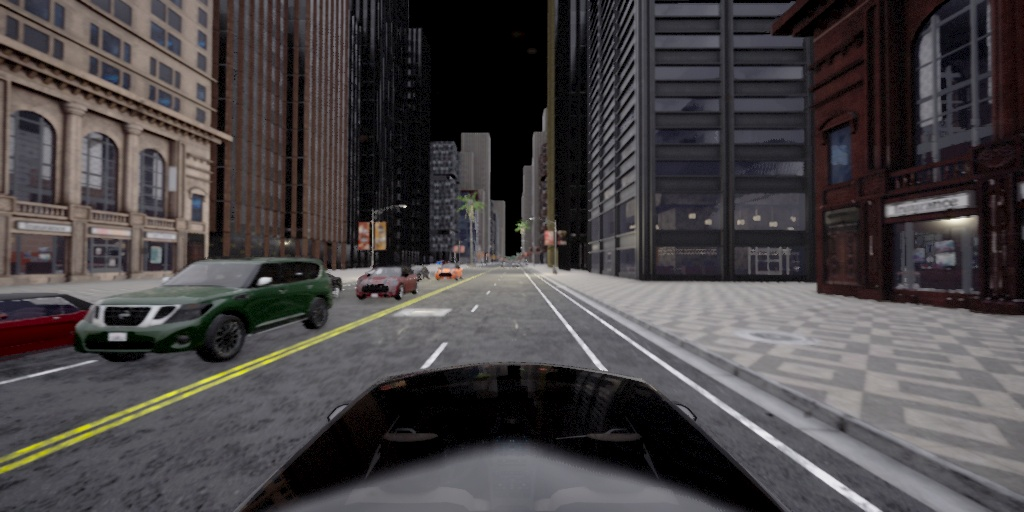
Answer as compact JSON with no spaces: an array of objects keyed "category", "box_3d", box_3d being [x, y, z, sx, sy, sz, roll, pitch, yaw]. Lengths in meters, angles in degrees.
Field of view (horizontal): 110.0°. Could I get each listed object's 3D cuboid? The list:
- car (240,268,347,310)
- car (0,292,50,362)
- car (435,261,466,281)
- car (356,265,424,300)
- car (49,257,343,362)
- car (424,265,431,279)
[{"category":"car","box_3d":[-9.728,1.383,16.575,1.882,1.535,5.008,0,-1,0]},{"category":"car","box_3d":[-9.828,1.379,6.521,1.895,1.301,4.718,0,-1,0]},{"category":"car","box_3d":[-6.212,1.514,35.783,2.097,1.767,4.553,0,-1,1]},{"category":"car","box_3d":[-6.469,1.300,19.125,2.097,1.767,4.553,0,-1,0]},{"category":"car","box_3d":[-6.549,1.039,8.741,2.150,2.045,5.566,0,-1,0]},{"category":"car","box_3d":[-9.462,1.660,35.743,1.837,1.490,4.892,0,-1,1]}]
